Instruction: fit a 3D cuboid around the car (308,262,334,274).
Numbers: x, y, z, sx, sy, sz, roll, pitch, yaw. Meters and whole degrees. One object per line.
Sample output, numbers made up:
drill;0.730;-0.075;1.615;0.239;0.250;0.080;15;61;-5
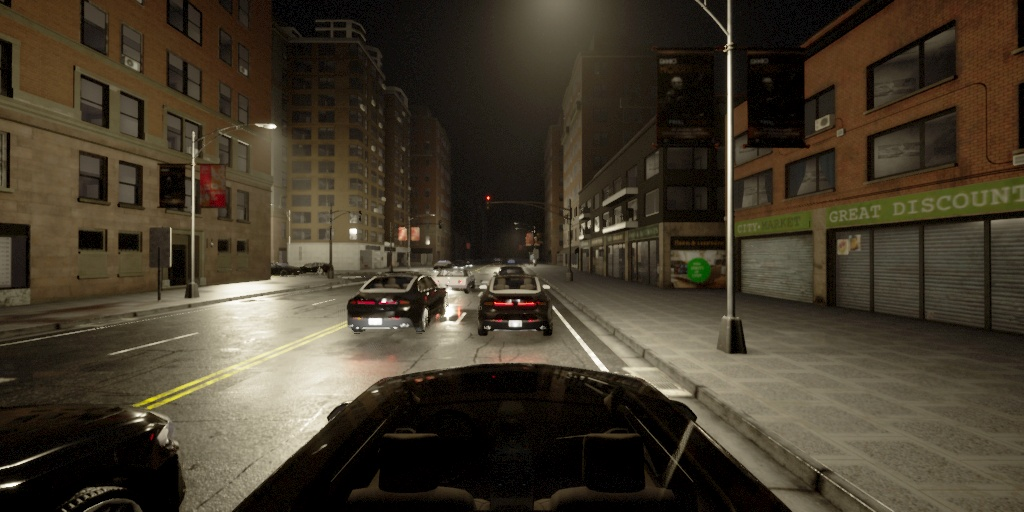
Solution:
car;-22.227;1.340;40.053;4.313;1.339;1.948;0;0;0

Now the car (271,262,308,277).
car;-22.609;1.309;34.572;4.181;1.385;1.994;0;0;0

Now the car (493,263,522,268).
car;-0.035;1.275;19.644;1.812;1.442;4.674;0;0;0

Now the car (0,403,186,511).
car;-3.155;1.242;0.422;2.128;1.511;4.902;0;0;0

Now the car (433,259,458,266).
car;-9.918;1.308;52.220;2.033;1.411;5.357;0;0;4

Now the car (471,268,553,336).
car;0.081;1.254;10.387;1.837;1.490;4.892;0;0;0

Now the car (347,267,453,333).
car;-3.170;1.255;10.722;1.837;1.490;4.892;0;0;0

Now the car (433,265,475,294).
car;-3.189;1.351;20.290;1.895;1.301;4.718;0;0;0
